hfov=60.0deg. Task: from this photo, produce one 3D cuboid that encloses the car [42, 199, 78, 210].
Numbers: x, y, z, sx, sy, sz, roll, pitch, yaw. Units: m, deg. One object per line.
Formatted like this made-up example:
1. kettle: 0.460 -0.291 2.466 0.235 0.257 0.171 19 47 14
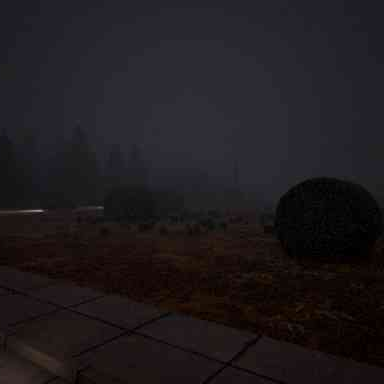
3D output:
1. car: -16.737 1.555 42.309 1.994 1.385 4.181 0 0 37
